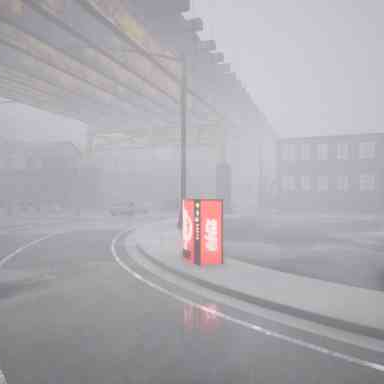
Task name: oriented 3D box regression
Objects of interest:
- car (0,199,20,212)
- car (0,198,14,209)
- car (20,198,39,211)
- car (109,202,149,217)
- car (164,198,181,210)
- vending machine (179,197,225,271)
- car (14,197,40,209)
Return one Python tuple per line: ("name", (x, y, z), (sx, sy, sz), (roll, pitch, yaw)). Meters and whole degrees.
("car", (-22.940, 1.452, 37.888), (4.974, 1.542, 2.038), (0, 0, -9))
("car", (-22.991, 1.295, 37.879), (4.536, 1.218, 1.853), (0, 0, -9))
("car", (-19.876, 1.452, 40.017), (2.038, 1.542, 4.974), (0, 0, -39))
("car", (-5.892, 1.601, 31.964), (1.895, 1.301, 4.718), (0, 0, 20))
("car", (-1.859, 1.478, 42.748), (1.882, 1.535, 5.008), (0, 0, 21))
("vending machine", (0.303, 1.195, 10.088), (1.100, 2.100, 0.880), (0, 0, -28))
("car", (-19.909, 1.295, 40.057), (1.853, 1.218, 4.536), (0, 0, -39))
